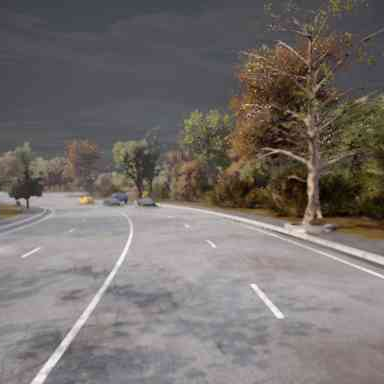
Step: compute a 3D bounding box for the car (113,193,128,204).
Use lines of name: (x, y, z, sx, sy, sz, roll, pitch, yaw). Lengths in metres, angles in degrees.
car: (-13.729, 1.157, 61.942, 2.150, 2.045, 5.566, -2, 1, -32)

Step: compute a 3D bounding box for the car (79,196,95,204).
car: (-21.341, 1.596, 67.409, 1.882, 1.535, 5.008, -3, 2, -36)

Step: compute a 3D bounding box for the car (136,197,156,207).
car: (-6.694, 1.441, 48.083, 1.994, 1.385, 4.181, -2, 1, -23)

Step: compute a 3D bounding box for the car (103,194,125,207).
car: (-12.887, 1.555, 53.179, 2.033, 1.411, 5.357, -2, 1, -27)
